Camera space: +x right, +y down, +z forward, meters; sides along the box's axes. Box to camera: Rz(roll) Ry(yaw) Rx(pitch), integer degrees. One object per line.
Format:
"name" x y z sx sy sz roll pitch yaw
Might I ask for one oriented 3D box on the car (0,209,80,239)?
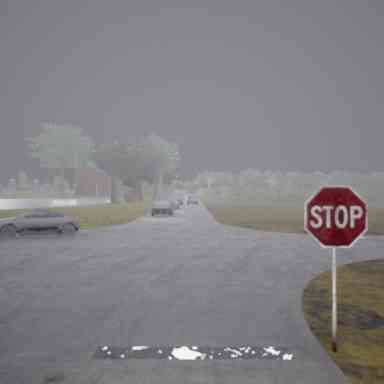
"car" -8.035 1.587 17.230 4.181 1.385 1.994 1 -1 -29

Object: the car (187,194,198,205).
"car" 0.136 1.575 61.141 1.994 1.385 4.181 0 0 0

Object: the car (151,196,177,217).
"car" -2.777 1.494 32.147 1.882 1.535 5.008 0 0 0

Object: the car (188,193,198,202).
"car" 0.157 1.190 71.153 2.097 1.767 4.553 0 0 0

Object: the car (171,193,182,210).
"car" -2.744 1.368 43.587 2.097 1.767 4.553 0 0 0
